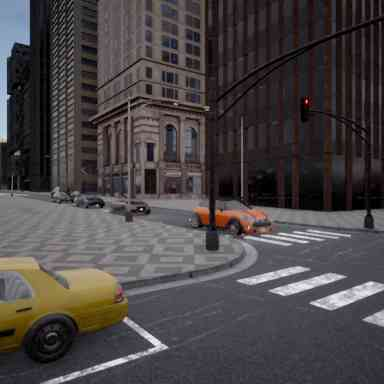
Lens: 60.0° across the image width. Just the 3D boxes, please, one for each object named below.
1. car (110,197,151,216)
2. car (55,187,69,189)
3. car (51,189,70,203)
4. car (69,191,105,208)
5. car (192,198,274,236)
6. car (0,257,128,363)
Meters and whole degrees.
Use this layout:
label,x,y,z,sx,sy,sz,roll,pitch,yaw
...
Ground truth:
label,x,y,z,sx,sy,sz,roll,pitch,yaw
car,-4.963,1.102,26.689,1.994,1.385,4.181,0,1,-36
car,-21.948,0.131,55.745,2.150,2.045,5.566,0,1,-36
car,-16.692,0.661,43.132,1.837,1.490,4.892,0,1,-36
car,-10.854,0.891,34.925,2.033,1.411,5.357,0,1,-35
car,1.969,1.121,17.004,2.097,1.767,4.553,0,1,-36
car,-3.276,1.526,4.312,4.829,1.417,1.752,0,0,-35
